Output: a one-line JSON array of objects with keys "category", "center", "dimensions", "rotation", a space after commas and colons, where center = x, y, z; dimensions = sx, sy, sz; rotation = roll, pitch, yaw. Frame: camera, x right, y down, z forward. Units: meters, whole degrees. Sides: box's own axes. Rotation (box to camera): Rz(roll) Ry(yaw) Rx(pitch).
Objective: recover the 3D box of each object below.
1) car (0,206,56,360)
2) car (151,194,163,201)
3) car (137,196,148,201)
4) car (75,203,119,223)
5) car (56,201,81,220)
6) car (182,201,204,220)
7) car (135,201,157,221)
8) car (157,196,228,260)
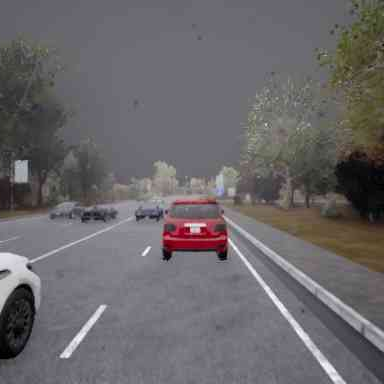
[{"category": "car", "center": [-3.427, 1.233, 2.822], "dimensions": [2.150, 2.045, 5.566], "rotation": [0, 0, 0]}, {"category": "car", "center": [-6.988, 1.338, 68.303], "dimensions": [2.150, 2.045, 5.566], "rotation": [0, 0, 0]}, {"category": "car", "center": [-10.488, 1.539, 70.819], "dimensions": [2.033, 1.411, 5.357], "rotation": [0, 0, 0]}, {"category": "car", "center": [-7.095, 1.657, 25.795], "dimensions": [1.895, 1.301, 4.718], "rotation": [0, 0, 0]}, {"category": "car", "center": [-10.592, 1.569, 28.678], "dimensions": [1.837, 1.490, 4.892], "rotation": [0, -1, 0]}, {"category": "car", "center": [0.103, 1.590, 30.011], "dimensions": [1.812, 1.442, 4.674], "rotation": [0, 0, 0]}, {"category": "car", "center": [-3.398, 1.660, 27.428], "dimensions": [1.895, 1.301, 4.718], "rotation": [0, 0, 0]}, {"category": "car", "center": [0.100, 1.250, 12.722], "dimensions": [2.150, 2.045, 5.566], "rotation": [0, 0, 0]}]
